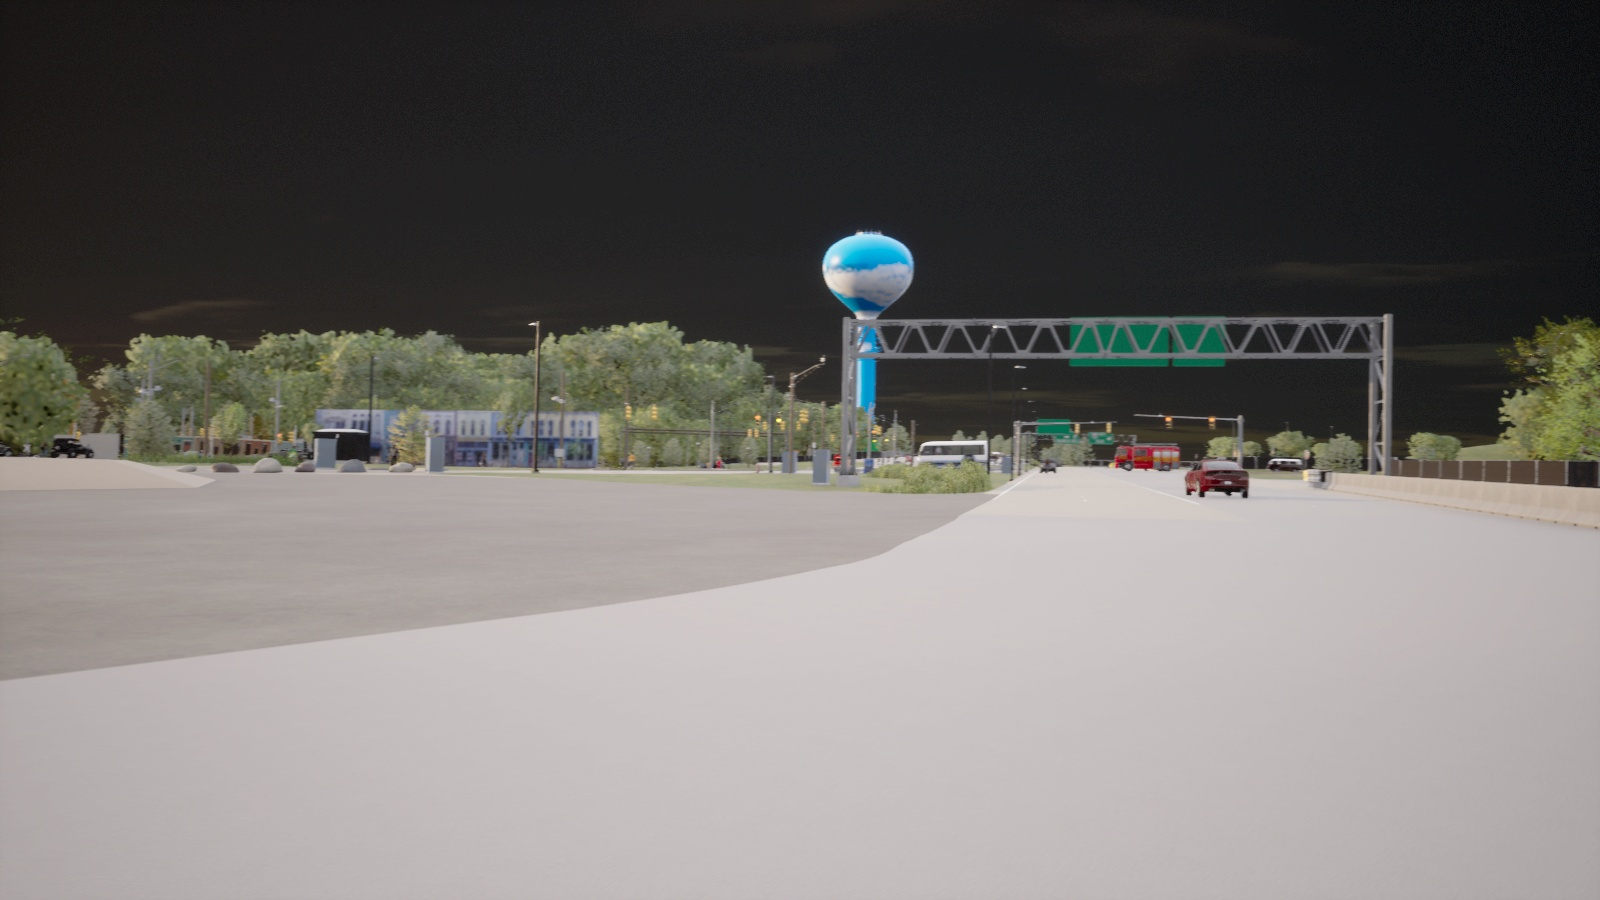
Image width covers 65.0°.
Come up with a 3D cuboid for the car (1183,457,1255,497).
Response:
[{"bbox_3d":[17.006,1.070,51.236,1.882,1.535,5.008,1,0,8],"label":"car"}]
